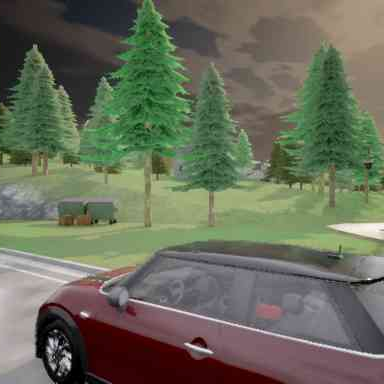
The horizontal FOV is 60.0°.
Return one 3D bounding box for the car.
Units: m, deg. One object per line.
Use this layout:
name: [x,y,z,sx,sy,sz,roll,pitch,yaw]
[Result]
car: [0.192,1.352,3.858,4.553,1.767,2.097,0,0,36]
